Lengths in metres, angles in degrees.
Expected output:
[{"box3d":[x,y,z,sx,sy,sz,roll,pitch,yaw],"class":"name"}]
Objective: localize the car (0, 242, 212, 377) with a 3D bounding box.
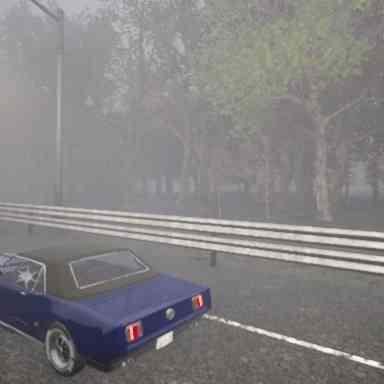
[{"box3d":[-2.128,1.507,5.428,4.718,1.301,1.895,1,1,36],"class":"car"}]
